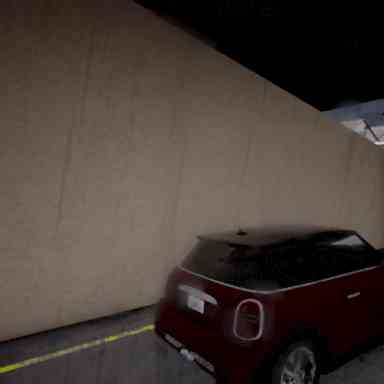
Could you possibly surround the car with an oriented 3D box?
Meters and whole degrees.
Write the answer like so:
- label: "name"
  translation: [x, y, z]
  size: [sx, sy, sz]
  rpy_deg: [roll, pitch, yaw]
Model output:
- label: "car"
  translation: [1.784, 1.273, 5.059]
  size: [4.553, 1.767, 2.097]
  rpy_deg: [-1, 1, -35]
